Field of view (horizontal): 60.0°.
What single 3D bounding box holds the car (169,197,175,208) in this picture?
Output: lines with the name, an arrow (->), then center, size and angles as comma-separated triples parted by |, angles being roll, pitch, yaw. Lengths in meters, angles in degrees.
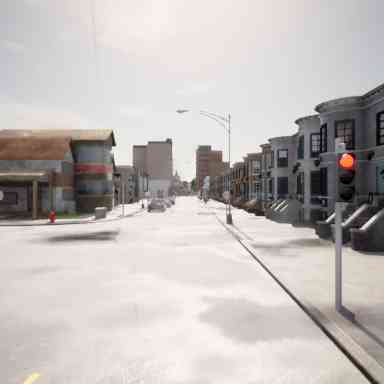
car -> -4.081, 1.573, 49.635 | 2.033, 1.411, 5.357 | 0, 0, 0

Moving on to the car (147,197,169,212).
car -> -4.092, 1.525, 39.251 | 1.837, 1.490, 4.892 | 0, 0, 0

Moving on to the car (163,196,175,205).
car -> -4.035, 1.556, 59.986 | 1.812, 1.442, 4.674 | 0, 0, 1
